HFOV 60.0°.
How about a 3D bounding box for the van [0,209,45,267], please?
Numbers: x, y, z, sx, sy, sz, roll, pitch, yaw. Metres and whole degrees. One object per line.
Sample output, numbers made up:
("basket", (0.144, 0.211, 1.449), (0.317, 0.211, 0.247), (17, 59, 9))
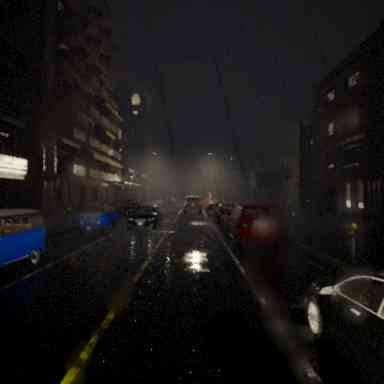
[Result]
("van", (-5.689, 1.403, 9.392), (1.690, 1.788, 3.998), (0, 0, 0))

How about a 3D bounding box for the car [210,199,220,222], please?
("car", (2.689, 1.619, 26.009), (1.967, 1.590, 4.097), (0, 0, 0))

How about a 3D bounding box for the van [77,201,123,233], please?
("van", (-5.691, 1.480, 20.470), (1.690, 1.788, 3.998), (0, 0, 0))

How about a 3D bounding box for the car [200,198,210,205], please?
("car", (2.684, 2.077, 70.319), (2.008, 1.369, 4.403), (0, -1, 0))

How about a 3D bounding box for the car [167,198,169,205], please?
("car", (-5.695, 1.981, 59.241), (2.008, 1.369, 4.403), (0, 0, 0))

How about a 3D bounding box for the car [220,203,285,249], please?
("car", (2.691, 1.415, 14.931), (2.192, 1.841, 5.009), (0, 0, 0))

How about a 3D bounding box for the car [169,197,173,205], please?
("car", (-5.697, 1.966, 70.320), (1.967, 1.590, 4.097), (0, -1, 0))

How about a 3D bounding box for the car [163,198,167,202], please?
("car", (-5.694, 1.937, 53.703), (2.008, 1.369, 4.403), (0, 0, 0))

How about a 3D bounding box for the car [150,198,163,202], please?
("car", (-5.694, 1.909, 48.165), (1.947, 1.339, 4.313), (0, 0, 0))

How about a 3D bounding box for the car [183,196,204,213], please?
("car", (0.096, 1.523, 42.255), (2.150, 2.045, 5.566), (0, 0, 0))

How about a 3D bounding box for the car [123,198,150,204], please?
("car", (-5.692, 1.534, 31.548), (2.192, 1.841, 5.009), (0, 0, 0))

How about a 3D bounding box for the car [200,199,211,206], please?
("car", (2.685, 2.044, 64.782), (1.947, 1.339, 4.313), (0, -1, 0))

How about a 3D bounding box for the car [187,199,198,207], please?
("car", (0.096, 1.963, 59.993), (1.812, 1.442, 4.674), (0, -1, 0))

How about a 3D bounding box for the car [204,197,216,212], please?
("car", (2.688, 1.742, 42.627), (1.967, 1.590, 4.097), (0, 0, 0))

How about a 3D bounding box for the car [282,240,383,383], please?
("car", (2.691, 1.577, 3.852), (2.008, 1.369, 4.403), (0, 0, 0))

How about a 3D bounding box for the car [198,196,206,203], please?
("car", (2.682, 2.037, 92.479), (2.192, 1.841, 5.009), (0, -1, 0))

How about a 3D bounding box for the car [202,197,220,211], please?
("car", (2.687, 1.658, 48.168), (2.192, 1.841, 5.009), (0, 0, 0))

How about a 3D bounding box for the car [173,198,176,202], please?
("car", (-5.697, 2.064, 81.399), (1.967, 1.590, 4.097), (0, -1, 0))

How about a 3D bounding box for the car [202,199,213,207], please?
("car", (2.686, 2.013, 59.242), (1.802, 1.307, 4.206), (0, 0, 0))

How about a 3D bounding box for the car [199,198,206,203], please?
("car", (2.683, 2.200, 87.108), (1.752, 1.417, 4.829), (0, -1, 0))

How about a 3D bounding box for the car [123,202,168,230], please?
("car", (-3.054, 1.644, 22.193), (2.128, 1.511, 4.902), (0, -1, 0))

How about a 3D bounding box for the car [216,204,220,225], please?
("car", (2.690, 1.665, 20.639), (1.752, 1.417, 4.829), (0, 0, 0))
